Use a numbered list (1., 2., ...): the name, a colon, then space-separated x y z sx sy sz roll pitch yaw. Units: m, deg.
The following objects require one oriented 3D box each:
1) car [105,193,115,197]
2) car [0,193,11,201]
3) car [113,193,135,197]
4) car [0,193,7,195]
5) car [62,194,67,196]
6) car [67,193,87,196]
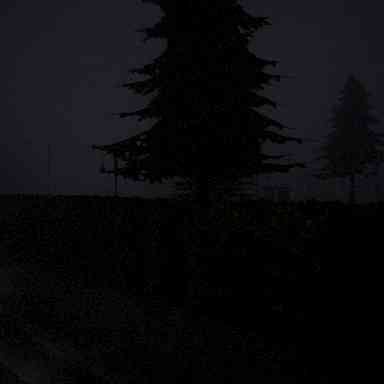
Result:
1. car: -15.901 1.097 70.723 4.605 1.855 1.932 0 0 -45
2. car: -41.799 1.097 71.665 4.605 1.855 1.932 0 0 -45
3. car: -10.341 1.384 54.301 3.806 1.475 1.970 0 0 -45
4. car: -23.747 1.331 41.312 5.027 1.636 2.152 0 0 -45
5. car: -31.941 1.232 85.969 3.806 1.475 1.970 0 0 -45
6. car: -27.208 1.154 81.623 5.027 1.636 2.152 0 0 -45
